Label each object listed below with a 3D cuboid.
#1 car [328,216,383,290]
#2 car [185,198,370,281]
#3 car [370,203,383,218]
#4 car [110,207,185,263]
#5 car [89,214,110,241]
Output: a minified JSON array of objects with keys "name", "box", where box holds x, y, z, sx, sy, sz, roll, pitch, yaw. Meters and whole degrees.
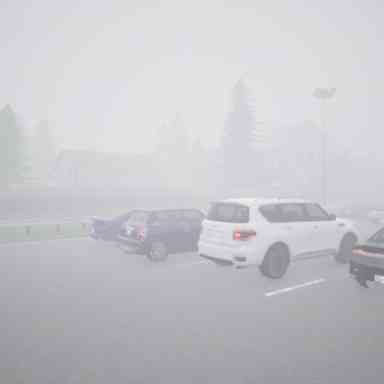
[{"name":"car","box":[5.609,1.446,7.746,4.902,1.511,2.128,0,0,-35]},{"name":"car","box":[2.776,1.181,10.025,5.566,2.045,2.150,0,0,-35]},{"name":"car","box":[13.753,1.480,22.154,4.718,1.301,1.895,0,0,-35]},{"name":"car","box":[-0.324,1.319,12.113,4.553,1.767,2.097,0,0,-36]},{"name":"car","box":[-2.080,1.443,15.160,5.008,1.535,1.882,0,0,-35]}]
